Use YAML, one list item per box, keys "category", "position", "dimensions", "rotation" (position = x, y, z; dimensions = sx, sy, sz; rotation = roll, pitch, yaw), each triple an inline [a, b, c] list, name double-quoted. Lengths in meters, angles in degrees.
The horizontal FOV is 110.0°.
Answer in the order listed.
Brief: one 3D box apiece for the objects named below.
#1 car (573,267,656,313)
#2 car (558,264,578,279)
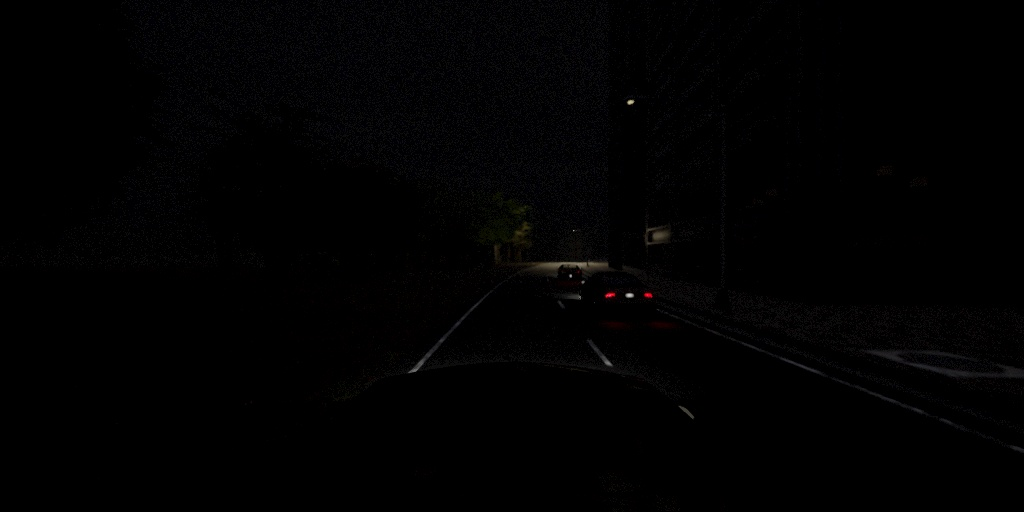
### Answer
- category: "car"
  position: [3.888, 1.320, 14.046]
  dimensions: [2.033, 1.411, 5.357]
  rotation: [0, 0, 2]
- category: "car"
  position: [5.103, 1.363, 32.118]
  dimensions: [1.895, 1.301, 4.718]
  rotation: [0, 0, 5]
